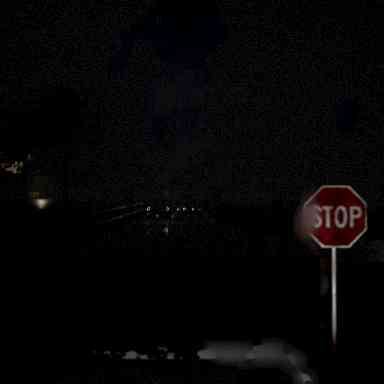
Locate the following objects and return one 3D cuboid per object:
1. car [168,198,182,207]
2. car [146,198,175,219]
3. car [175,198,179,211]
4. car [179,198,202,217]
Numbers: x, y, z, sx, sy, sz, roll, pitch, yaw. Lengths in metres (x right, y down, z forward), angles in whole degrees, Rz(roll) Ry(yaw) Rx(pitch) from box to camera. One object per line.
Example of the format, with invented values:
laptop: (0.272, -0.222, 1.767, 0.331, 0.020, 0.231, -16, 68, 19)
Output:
car: (-2.893, 1.750, 56.957, 2.033, 1.411, 5.357, 0, 0, 0)
car: (-2.887, 1.425, 29.967, 2.097, 1.767, 4.553, 0, 0, 0)
car: (-2.898, 1.618, 42.703, 2.128, 1.511, 4.902, 0, 0, 0)
car: (0.060, 1.630, 32.615, 2.033, 1.411, 5.357, 0, 0, 0)
